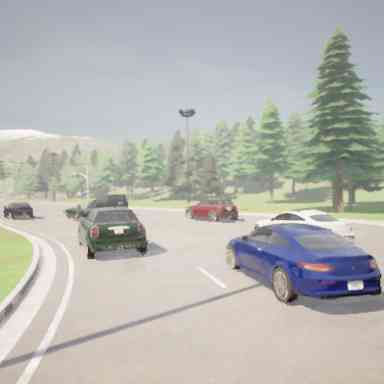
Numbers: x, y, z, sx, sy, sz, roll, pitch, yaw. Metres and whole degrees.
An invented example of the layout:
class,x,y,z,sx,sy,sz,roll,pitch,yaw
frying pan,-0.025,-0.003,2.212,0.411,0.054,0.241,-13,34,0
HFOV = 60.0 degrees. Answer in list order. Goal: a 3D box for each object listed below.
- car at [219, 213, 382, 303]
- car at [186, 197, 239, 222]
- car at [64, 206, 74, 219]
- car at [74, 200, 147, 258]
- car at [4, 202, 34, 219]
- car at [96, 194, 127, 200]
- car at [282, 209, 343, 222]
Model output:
class,x,y,z,sx,sy,sz,roll,pitch,yaw
car,2.321,1.466,8.048,1.812,1.442,4.674,-1,0,-14
car,1.425,1.262,25.378,2.097,1.767,4.553,-1,0,-35
car,-9.174,1.676,27.990,1.895,1.301,4.718,-1,0,-39
car,-3.312,1.370,13.247,2.097,1.767,4.553,-1,0,-23
car,-16.252,1.686,31.177,1.837,1.490,4.892,-1,0,-39
car,-8.122,1.267,32.245,2.150,2.045,5.566,-1,0,-39
car,4.272,1.420,13.318,1.812,1.442,4.674,-1,0,-21
